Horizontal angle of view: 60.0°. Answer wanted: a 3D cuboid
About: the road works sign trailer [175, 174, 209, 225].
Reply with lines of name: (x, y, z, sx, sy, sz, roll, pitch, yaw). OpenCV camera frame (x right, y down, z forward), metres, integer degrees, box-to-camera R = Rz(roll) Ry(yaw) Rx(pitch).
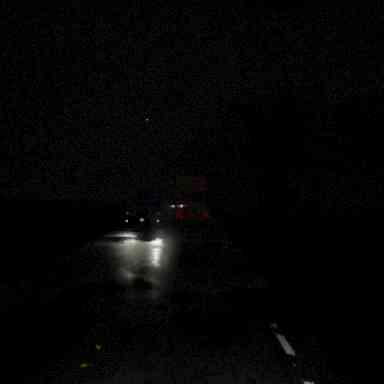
road works sign trailer: (-0.021, 0.469, 24.301, 2.380, 3.560, 2.880, 0, 0, 0)

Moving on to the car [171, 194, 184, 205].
car: (-2.777, 1.370, 63.738, 2.150, 2.045, 5.566, 0, 0, 1)

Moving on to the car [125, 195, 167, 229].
car: (-2.852, 1.224, 21.728, 2.150, 2.045, 5.566, 0, 0, 0)
